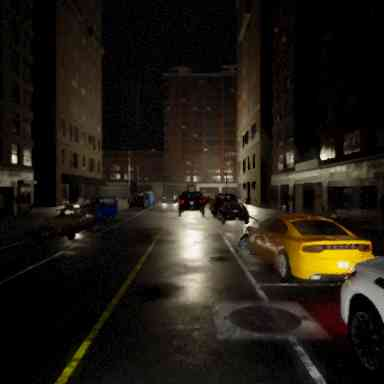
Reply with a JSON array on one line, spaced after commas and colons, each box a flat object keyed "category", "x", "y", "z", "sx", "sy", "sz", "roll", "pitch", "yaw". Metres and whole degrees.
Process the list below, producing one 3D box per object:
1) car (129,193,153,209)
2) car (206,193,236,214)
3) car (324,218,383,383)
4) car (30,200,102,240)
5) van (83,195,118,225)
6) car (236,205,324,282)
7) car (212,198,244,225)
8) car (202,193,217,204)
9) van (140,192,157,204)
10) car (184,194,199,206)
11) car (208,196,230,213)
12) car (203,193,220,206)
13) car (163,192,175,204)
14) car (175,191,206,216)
[{"category": "car", "x": -5.984, "y": 1.141, "z": 37.855, "sx": 1.947, "sy": 1.339, "sz": 4.313, "roll": 1, "pitch": 1, "yaw": 0}, {"category": "car", "x": 2.583, "y": 1.000, "z": 26.915, "sx": 2.192, "sy": 1.841, "sz": 5.009, "roll": 1, "pitch": 1, "yaw": 0}, {"category": "car", "x": 3.098, "y": 1.190, "z": 2.182, "sx": 2.150, "sy": 2.045, "sz": 5.566, "roll": 0, "pitch": 1, "yaw": 0}, {"category": "car", "x": -5.904, "y": 1.333, "z": 15.756, "sx": 1.752, "sy": 1.417, "sz": 4.829, "roll": 1, "pitch": 1, "yaw": 0}, {"category": "van", "x": -5.922, "y": 1.086, "z": 21.407, "sx": 1.690, "sy": 1.788, "sz": 3.998, "roll": 1, "pitch": 1, "yaw": 0}, {"category": "car", "x": 2.924, "y": 1.358, "z": 9.521, "sx": 1.882, "sy": 1.535, "sz": 5.008, "roll": 0, "pitch": 1, "yaw": -7}, {"category": "car", "x": 2.600, "y": 1.294, "z": 21.436, "sx": 2.008, "sy": 1.369, "sz": 4.403, "roll": 1, "pitch": 1, "yaw": 0}, {"category": "car", "x": 2.503, "y": 0.905, "z": 48.847, "sx": 1.967, "sy": 1.590, "sz": 4.097, "roll": 1, "pitch": 1, "yaw": 0}, {"category": "van", "x": -6.001, "y": 0.862, "z": 43.334, "sx": 1.690, "sy": 1.788, "sz": 3.998, "roll": 1, "pitch": 1, "yaw": 0}, {"category": "car", "x": -0.074, "y": 1.065, "z": 45.295, "sx": 1.994, "sy": 1.385, "sz": 4.181, "roll": 0, "pitch": 1, "yaw": 0}, {"category": "car", "x": 2.560, "y": 1.152, "z": 32.570, "sx": 1.752, "sy": 1.417, "sz": 4.829, "roll": 1, "pitch": 1, "yaw": 0}, {"category": "car", "x": 2.523, "y": 0.959, "z": 43.364, "sx": 1.967, "sy": 1.590, "sz": 4.097, "roll": 1, "pitch": 1, "yaw": 0}, {"category": "car", "x": -3.212, "y": 0.805, "z": 50.030, "sx": 2.097, "sy": 1.767, "sz": 4.553, "roll": 0, "pitch": 1, "yaw": 0}, {"category": "car", "x": -0.018, "y": 0.896, "z": 28.186, "sx": 2.150, "sy": 2.045, "sz": 5.566, "roll": 0, "pitch": 1, "yaw": 0}]
